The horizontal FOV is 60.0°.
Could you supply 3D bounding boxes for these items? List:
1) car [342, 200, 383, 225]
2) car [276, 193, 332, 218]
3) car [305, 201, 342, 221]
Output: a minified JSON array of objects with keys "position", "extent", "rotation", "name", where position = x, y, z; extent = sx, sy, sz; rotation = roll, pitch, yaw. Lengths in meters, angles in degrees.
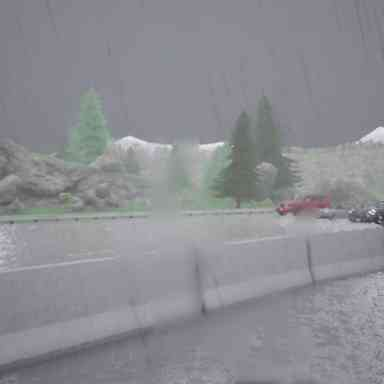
[{"position":[13.390,1.339,23.773],"extent":[4.553,1.767,2.097],"rotation":[0,0,-26],"name":"car"},{"position":[10.208,1.156,30.008],"extent":[5.566,2.045,2.150],"rotation":[0,0,-26],"name":"car"},{"position":[11.795,1.624,26.890],"extent":[4.718,1.301,1.895],"rotation":[0,0,-26],"name":"car"}]
